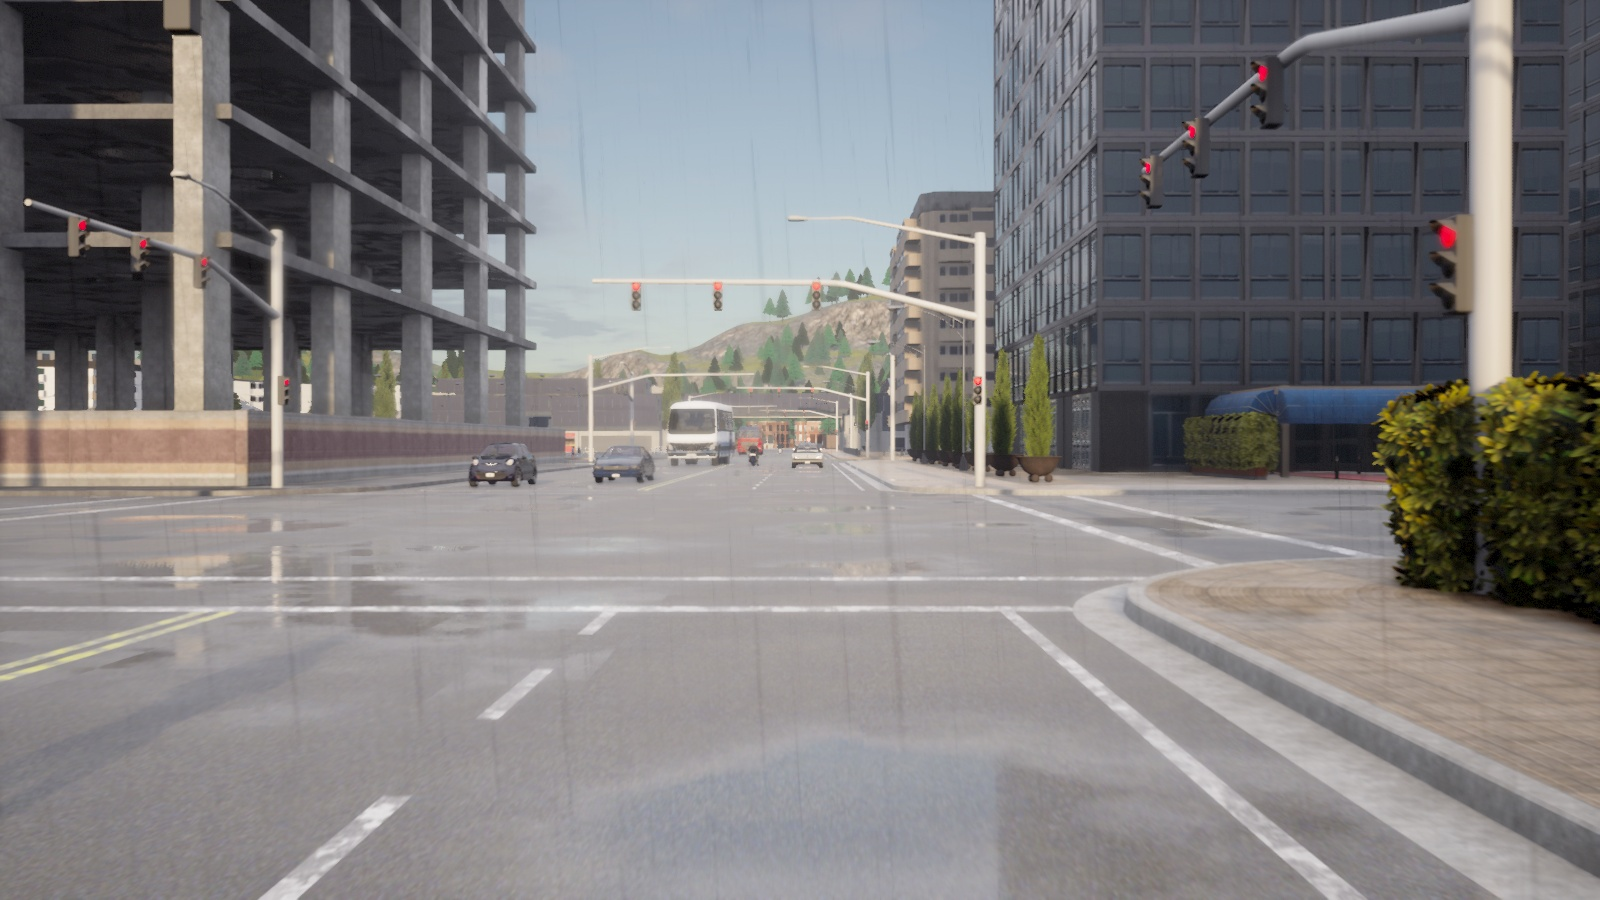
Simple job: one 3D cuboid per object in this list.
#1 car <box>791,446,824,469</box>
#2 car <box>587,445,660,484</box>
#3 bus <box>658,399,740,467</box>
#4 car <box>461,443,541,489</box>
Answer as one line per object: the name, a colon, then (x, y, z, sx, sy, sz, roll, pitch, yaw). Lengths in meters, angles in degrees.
car: (0.441, 0.426, 74.776, 1.895, 1.301, 4.718, 0, 0, 0)
car: (-6.710, 0.516, 48.386, 2.033, 1.411, 5.357, 0, 0, 0)
bus: (-6.580, -1.106, 83.595, 3.944, 4.253, 10.273, 0, 0, 4)
car: (-10.239, 0.508, 43.240, 1.845, 1.501, 3.633, 0, 0, 0)
